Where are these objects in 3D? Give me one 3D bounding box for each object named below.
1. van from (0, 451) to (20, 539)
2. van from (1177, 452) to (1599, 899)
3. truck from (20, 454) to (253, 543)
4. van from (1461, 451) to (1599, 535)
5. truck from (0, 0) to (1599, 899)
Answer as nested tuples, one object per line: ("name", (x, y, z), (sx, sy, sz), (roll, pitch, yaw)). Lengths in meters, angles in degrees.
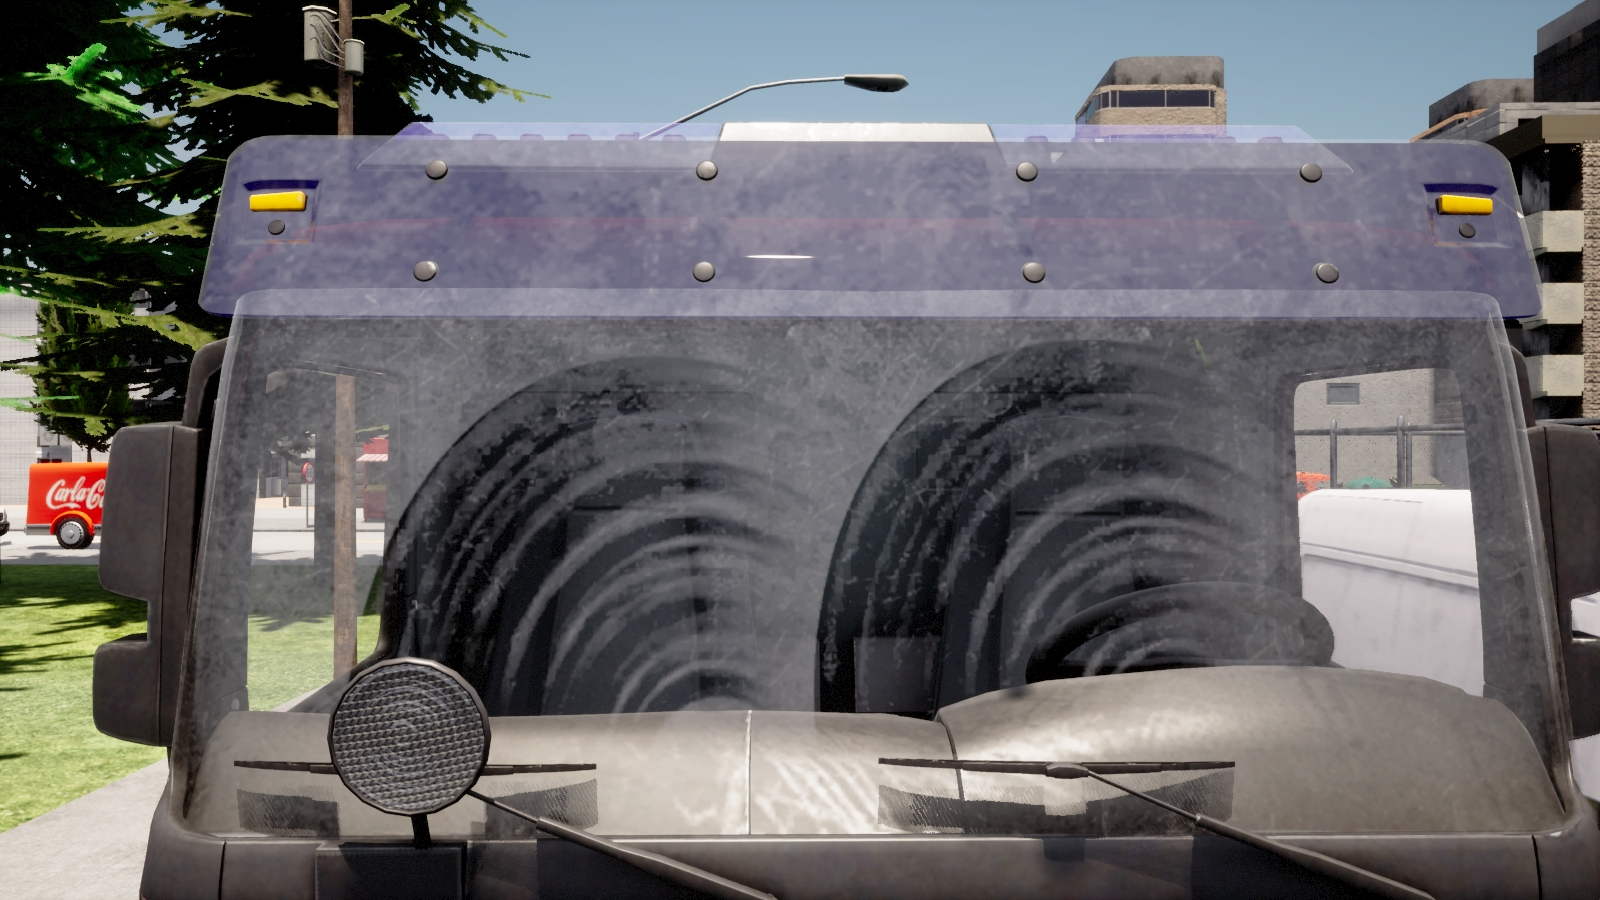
("van", (-26.239, 1.314, 33.169), (5.915, 2.561, 1.988), (0, 0, 2))
("van", (4.423, 1.316, 7.646), (1.988, 2.561, 5.915), (0, 0, 2))
("truck", (-19.012, 1.348, 32.943), (5.204, 2.467, 2.627), (0, 0, 1))
("van", (24.242, 1.314, 35.747), (5.915, 2.561, 1.988), (0, 0, 1))
("truck", (0.092, 0.670, 5.580), (2.891, 3.827, 8.468), (0, 0, -1))
